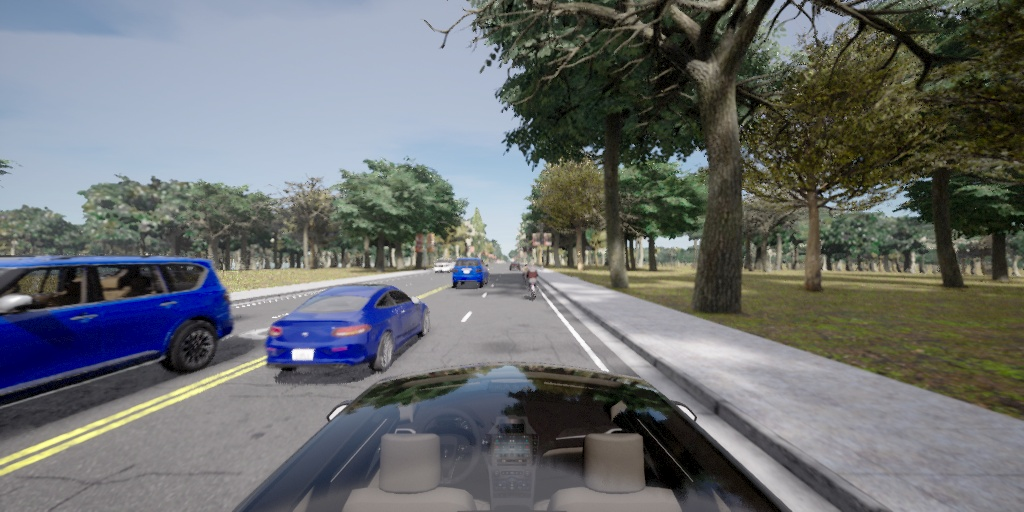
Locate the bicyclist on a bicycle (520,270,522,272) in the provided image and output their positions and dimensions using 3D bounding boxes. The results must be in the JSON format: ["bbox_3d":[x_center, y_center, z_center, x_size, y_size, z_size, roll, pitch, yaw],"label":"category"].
[{"bbox_3d":[1.044,1.402,27.274,0.866,1.612,1.509,0,0,1],"label":"bicyclist on a bicycle"}]

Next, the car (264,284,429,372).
[{"bbox_3d":[-3.113,1.327,7.667,1.812,1.442,4.674,0,0,0],"label":"car"}]

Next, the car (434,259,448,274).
[{"bbox_3d":[-9.515,1.384,50.822,2.150,2.045,5.566,0,-1,1],"label":"car"}]

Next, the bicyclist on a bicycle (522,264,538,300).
[{"bbox_3d":[0.997,1.256,17.670,0.659,1.776,1.843,0,0,0],"label":"bicyclist on a bicycle"}]

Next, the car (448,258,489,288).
[{"bbox_3d":[-2.989,1.179,26.416,2.150,2.045,5.566,0,0,0],"label":"car"}]

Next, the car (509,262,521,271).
[{"bbox_3d":[0.499,1.766,61.959,1.837,1.490,4.892,0,-1,0],"label":"car"}]

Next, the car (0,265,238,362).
[{"bbox_3d":[-9.802,1.166,9.176,2.097,1.767,4.553,0,0,0],"label":"car"}]

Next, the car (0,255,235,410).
[{"bbox_3d":[-6.581,0.998,4.767,2.150,2.045,5.566,0,0,0],"label":"car"}]
